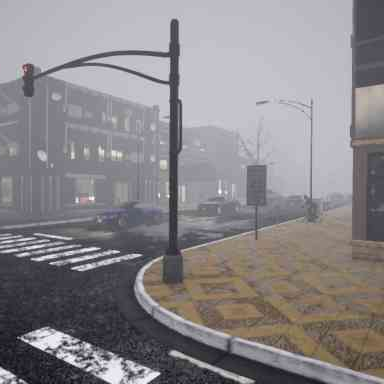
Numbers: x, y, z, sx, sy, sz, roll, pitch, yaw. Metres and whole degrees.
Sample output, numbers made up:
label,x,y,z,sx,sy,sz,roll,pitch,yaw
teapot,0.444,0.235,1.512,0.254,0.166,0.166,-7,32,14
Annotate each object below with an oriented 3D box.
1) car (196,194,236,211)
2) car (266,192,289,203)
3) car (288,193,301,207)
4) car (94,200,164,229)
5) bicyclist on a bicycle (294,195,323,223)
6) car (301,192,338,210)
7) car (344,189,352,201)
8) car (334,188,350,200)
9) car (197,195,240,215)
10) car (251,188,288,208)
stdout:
label,x,y,z,sx,sy,sz,roll,pitch,yaw
car,2.450,1.011,33.334,2.008,1.369,4.403,2,2,35
car,12.165,0.767,47.200,1.802,1.307,4.206,2,2,35
car,11.808,0.887,36.472,1.837,1.490,4.892,1,1,35
car,-3.596,1.248,19.835,1.812,1.442,4.674,1,1,37
bicyclist on a bicycle,6.834,1.003,19.557,1.656,1.620,0.582,0,1,35
car,12.711,0.993,33.025,2.008,1.369,4.403,2,2,35
car,25.475,0.619,51.642,1.887,1.381,4.507,2,2,35
car,24.120,0.521,54.256,2.128,1.511,4.902,1,1,35
car,2.351,1.028,28.431,1.882,1.535,5.008,1,1,35
car,8.368,0.599,37.100,2.150,2.045,5.566,1,1,35
